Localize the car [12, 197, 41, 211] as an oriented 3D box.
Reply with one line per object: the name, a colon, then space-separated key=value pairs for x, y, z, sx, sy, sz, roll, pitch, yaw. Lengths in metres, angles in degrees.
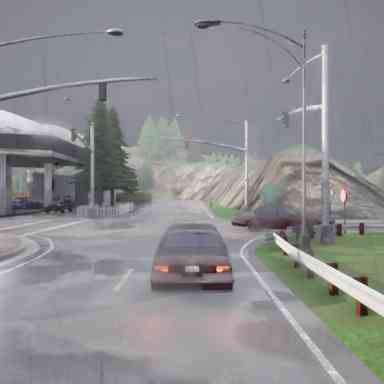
car: x=-20.220 y=1.476 z=40.846 sx=2.242 sy=1.667 sz=4.611 roll=0 pitch=0 yaw=-1

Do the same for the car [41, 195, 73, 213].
car: x=-14.515 y=1.309 z=36.567 sx=1.905 sy=1.878 sz=3.866 roll=0 pitch=0 yaw=-1

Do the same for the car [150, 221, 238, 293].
car: x=0.004 y=1.547 z=8.980 sx=2.033 sy=1.411 sz=5.357 roll=0 pitch=0 yaw=0

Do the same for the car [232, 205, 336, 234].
car: x=4.833 y=1.390 z=17.772 sx=5.357 sy=1.411 sz=2.033 roll=-1 pitch=-1 yaw=25
